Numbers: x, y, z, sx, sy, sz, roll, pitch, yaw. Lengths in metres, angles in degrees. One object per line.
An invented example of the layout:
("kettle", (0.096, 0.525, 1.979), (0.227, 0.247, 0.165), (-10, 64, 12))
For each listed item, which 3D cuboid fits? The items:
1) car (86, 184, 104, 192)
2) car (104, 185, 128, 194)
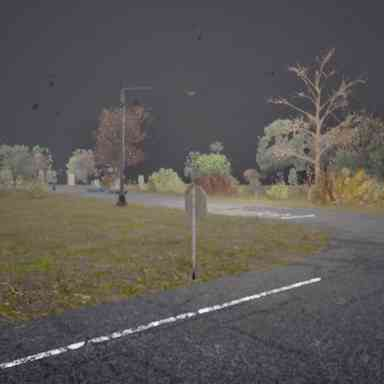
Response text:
("car", (-17.387, -0.703, 60.093), (2.033, 1.411, 5.357), (0, 2, -36))
("car", (-11.779, -0.379, 52.312), (1.994, 1.385, 4.181), (0, 2, -36))
